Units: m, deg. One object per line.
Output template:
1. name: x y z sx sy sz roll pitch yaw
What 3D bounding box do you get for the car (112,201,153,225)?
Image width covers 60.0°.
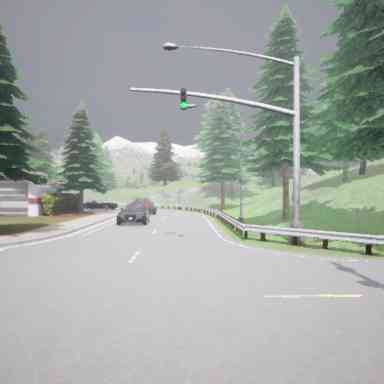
1. car: -4.132 1.558 23.843 1.994 1.385 4.181 0 0 -2

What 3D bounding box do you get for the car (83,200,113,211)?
1. car: -11.640 1.598 41.329 4.718 1.301 1.895 0 0 14

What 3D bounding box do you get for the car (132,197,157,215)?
1. car: -5.022 1.344 33.629 2.097 1.767 4.553 0 0 -20
